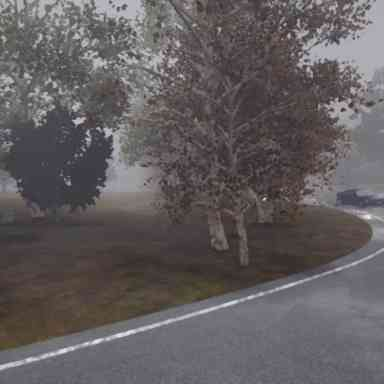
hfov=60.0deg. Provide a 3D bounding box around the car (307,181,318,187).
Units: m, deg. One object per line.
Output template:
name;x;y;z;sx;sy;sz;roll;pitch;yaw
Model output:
car;22.265;-1.480;63.875;4.181;1.385;1.994;-5;3;-27

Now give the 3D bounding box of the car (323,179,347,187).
car;26.782;-1.684;62.283;4.181;1.385;1.994;-4;2;-16

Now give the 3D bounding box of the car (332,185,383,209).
car;14.152;0.479;28.024;1.882;1.535;5.008;-3;2;-4
